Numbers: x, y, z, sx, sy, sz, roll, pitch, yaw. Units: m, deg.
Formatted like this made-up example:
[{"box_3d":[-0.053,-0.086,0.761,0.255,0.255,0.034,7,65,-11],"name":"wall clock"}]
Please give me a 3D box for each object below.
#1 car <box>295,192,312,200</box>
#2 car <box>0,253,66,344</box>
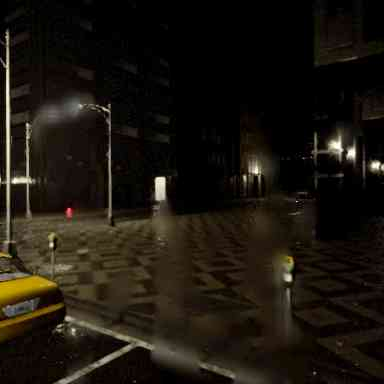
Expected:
[{"box_3d":[20.149,0.711,60.117,2.128,1.511,4.902,-1,0,36],"name":"car"},{"box_3d":[-4.250,1.610,5.970,4.829,1.417,1.752,-1,0,35],"name":"car"}]
